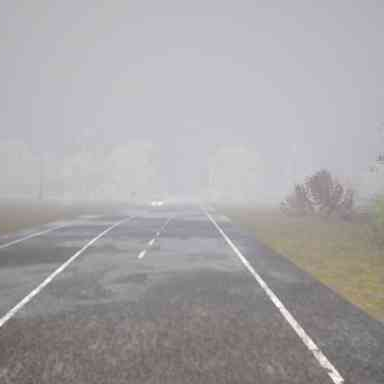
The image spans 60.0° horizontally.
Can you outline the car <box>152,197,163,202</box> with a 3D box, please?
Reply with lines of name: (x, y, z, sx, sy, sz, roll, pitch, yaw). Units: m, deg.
car: (-7.383, 1.657, 71.245, 1.895, 1.301, 4.718, 0, 0, 0)
